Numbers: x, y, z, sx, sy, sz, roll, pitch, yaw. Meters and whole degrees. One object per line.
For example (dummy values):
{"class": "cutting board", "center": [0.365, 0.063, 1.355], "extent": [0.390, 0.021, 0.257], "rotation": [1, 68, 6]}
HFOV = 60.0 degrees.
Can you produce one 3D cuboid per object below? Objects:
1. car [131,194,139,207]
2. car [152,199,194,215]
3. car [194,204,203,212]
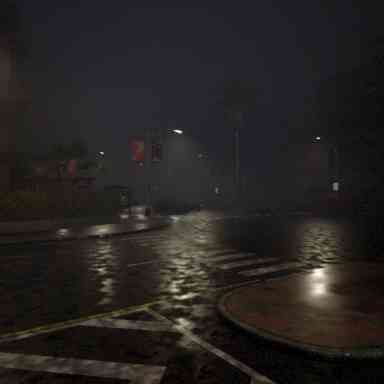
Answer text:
{"class": "car", "center": [-9.836, 1.477, 51.230], "extent": [1.882, 1.535, 5.008], "rotation": [0, 0, -35]}
{"class": "car", "center": [-2.265, 1.478, 34.288], "extent": [1.882, 1.535, 5.008], "rotation": [0, 0, -35]}
{"class": "car", "center": [-0.776, 1.601, 38.266], "extent": [1.895, 1.301, 4.718], "rotation": [0, 0, -35]}
